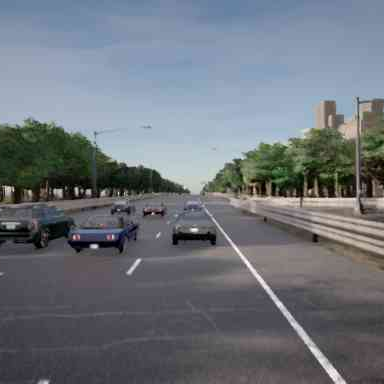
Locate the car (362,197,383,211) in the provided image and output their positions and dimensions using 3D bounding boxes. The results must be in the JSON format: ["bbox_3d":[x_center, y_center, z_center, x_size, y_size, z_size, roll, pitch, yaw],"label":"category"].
[{"bbox_3d":[19.185,1.170,33.313,1.801,1.575,5.366,0,-1,-32],"label":"car"}]

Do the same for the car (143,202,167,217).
[{"bbox_3d":[-3.398,1.608,31.317,1.895,1.301,4.718,0,0,0],"label":"car"}]

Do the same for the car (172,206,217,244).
[{"bbox_3d":[0.101,1.570,15.982,1.994,1.385,4.181,0,0,0],"label":"car"}]

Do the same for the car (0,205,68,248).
[{"bbox_3d":[-6.899,1.358,14.832,2.097,1.767,4.553,0,0,0],"label":"car"}]

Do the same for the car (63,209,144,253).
[{"bbox_3d":[-3.399,1.606,13.799,1.895,1.301,4.718,0,0,0],"label":"car"}]

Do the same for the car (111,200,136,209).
[{"bbox_3d":[-6.900,1.531,33.630,1.812,1.442,4.674,0,0,0],"label":"car"}]

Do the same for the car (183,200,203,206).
[{"bbox_3d":[0.099,1.531,33.549,1.812,1.442,4.674,0,0,0],"label":"car"}]
